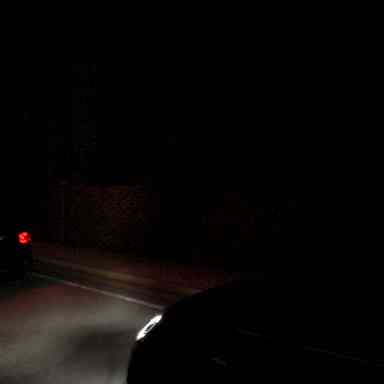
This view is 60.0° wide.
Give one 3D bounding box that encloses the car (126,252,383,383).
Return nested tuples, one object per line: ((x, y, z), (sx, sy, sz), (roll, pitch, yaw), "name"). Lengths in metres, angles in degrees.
((1.552, 1.352, 2.878), (4.553, 1.767, 2.097), (0, 0, 35), "car")

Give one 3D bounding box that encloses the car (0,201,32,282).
((-6.345, 1.214, 8.527), (5.566, 2.045, 2.150), (0, 0, 36), "car")
